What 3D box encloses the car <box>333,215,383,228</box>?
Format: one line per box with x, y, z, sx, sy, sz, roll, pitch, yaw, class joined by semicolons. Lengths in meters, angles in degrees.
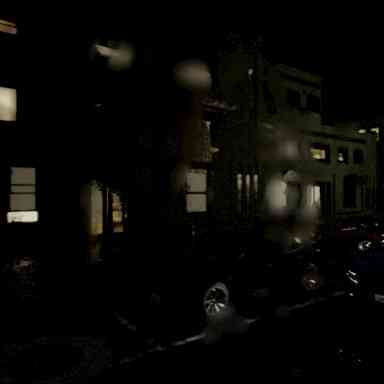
5.608;1.467;10.558;4.097;1.590;1.967;0;0;-35;car

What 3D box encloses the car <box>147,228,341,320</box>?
1.109;1.579;7.351;4.313;1.339;1.947;0;0;-35;car

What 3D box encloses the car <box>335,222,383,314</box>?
5.182;1.498;6.947;5.008;1.535;1.882;0;0;-35;car
